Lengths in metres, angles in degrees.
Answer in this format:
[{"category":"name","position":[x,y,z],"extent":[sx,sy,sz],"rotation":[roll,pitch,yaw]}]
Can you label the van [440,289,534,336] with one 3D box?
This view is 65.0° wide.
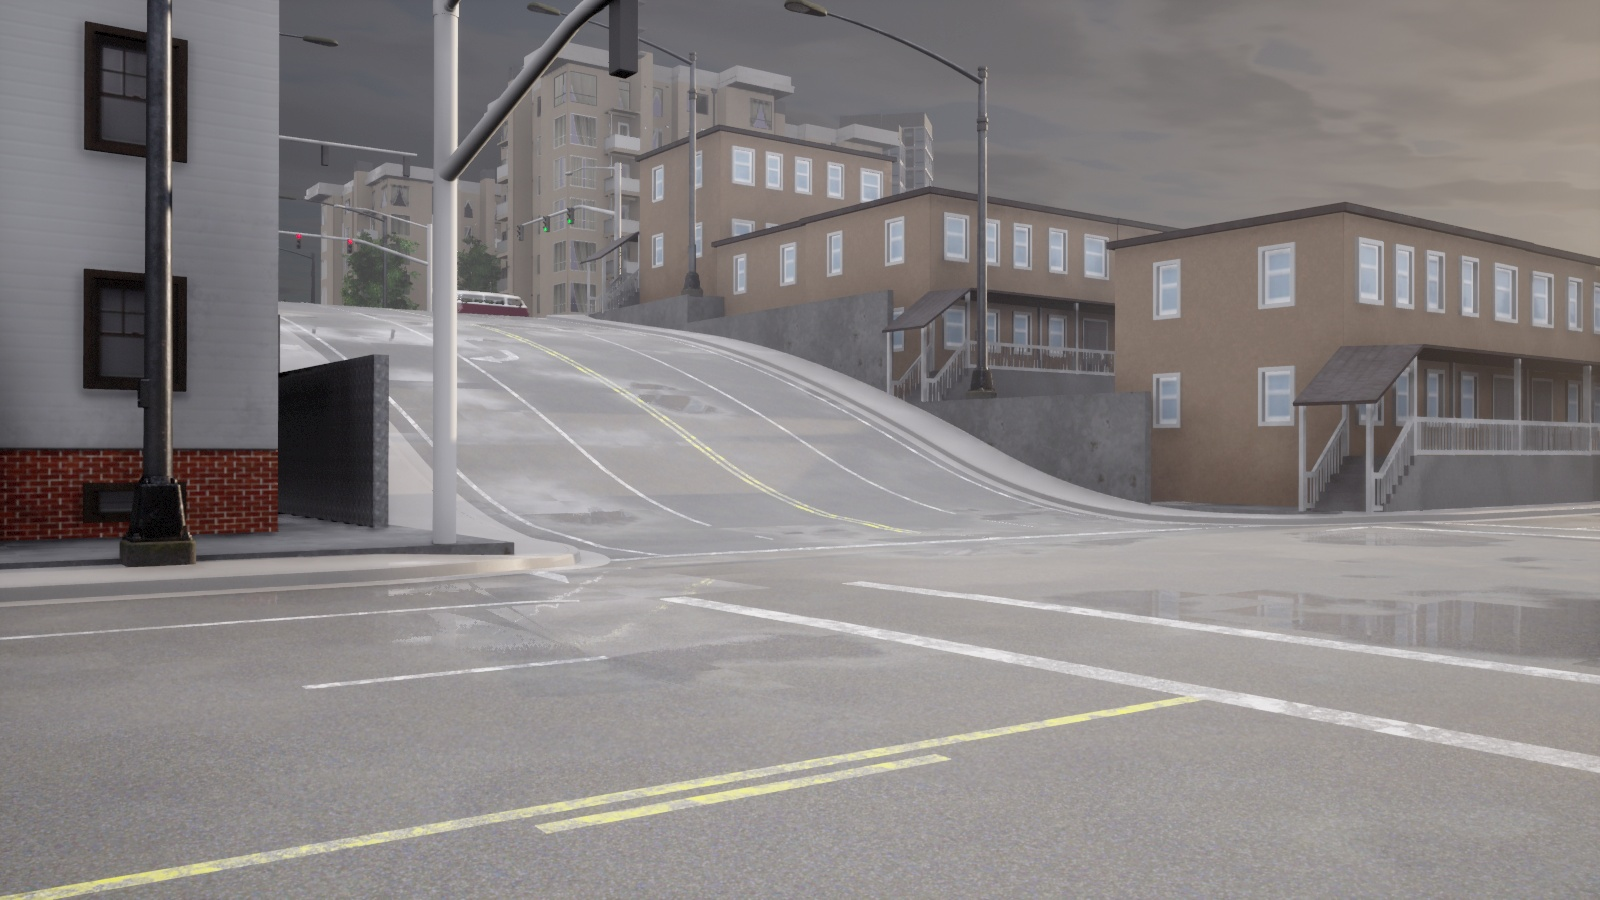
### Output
[{"category":"van","position":[-16.914,-7.390,67.992],"extent":[4.480,2.038,2.069],"rotation":[0,-1,-35]}]
